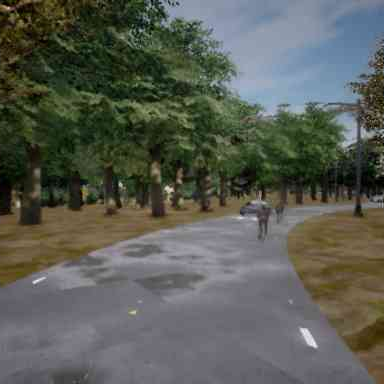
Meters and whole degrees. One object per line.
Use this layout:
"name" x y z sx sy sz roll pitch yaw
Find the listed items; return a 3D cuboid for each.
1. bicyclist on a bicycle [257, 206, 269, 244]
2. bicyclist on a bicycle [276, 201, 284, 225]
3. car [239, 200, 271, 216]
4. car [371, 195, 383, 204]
"bicyclist on a bicycle" 3.199 1.464 14.945 0.582 1.620 1.656 1 0 15
"bicyclist on a bicycle" 6.102 1.464 23.074 0.582 1.620 1.656 1 0 23
"car" 6.067 1.473 31.463 1.812 1.442 4.674 1 1 32
"car" 33.977 1.316 60.719 2.128 1.511 4.902 1 0 38
